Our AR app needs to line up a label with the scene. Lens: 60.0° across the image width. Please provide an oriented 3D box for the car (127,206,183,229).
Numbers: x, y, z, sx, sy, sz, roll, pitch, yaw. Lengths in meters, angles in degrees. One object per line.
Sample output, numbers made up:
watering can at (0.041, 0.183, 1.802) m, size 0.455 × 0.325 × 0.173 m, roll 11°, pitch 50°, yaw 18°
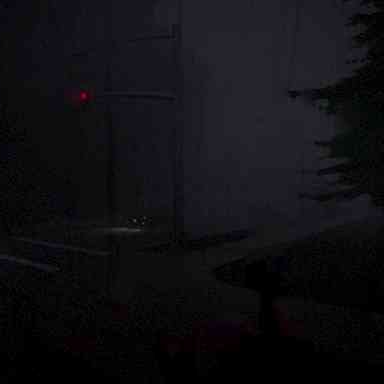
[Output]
car at (-2.452, 1.656, 22.800) m, size 1.994 × 1.385 × 4.181 m, roll 0°, pitch 0°, yaw 37°

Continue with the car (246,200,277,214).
car at (7.671, 1.615, 36.353) m, size 1.812 × 1.442 × 4.674 m, roll 0°, pitch 0°, yaw 37°
